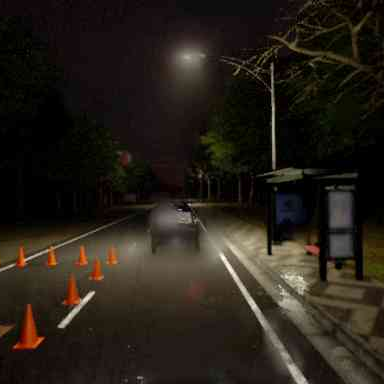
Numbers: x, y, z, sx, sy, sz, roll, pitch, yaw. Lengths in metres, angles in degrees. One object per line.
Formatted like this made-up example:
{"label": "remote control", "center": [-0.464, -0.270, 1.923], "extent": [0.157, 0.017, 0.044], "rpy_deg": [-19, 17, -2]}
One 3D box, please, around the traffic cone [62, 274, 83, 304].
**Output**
{"label": "traffic cone", "center": [-2.555, 2.040, 7.099], "extent": [0.340, 0.580, 0.340], "rpy_deg": [-1, 0, -2]}

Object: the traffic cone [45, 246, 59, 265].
{"label": "traffic cone", "center": [-4.663, 2.099, 11.042], "extent": [0.340, 0.580, 0.340], "rpy_deg": [-1, 0, -2]}

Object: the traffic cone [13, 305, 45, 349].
{"label": "traffic cone", "center": [-2.500, 2.027, 5.099], "extent": [0.340, 0.580, 0.340], "rpy_deg": [-1, 0, -2]}

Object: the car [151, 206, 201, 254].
{"label": "car", "center": [-0.641, 1.586, 14.090], "extent": [2.128, 1.511, 4.902], "rpy_deg": [-1, 0, -2]}

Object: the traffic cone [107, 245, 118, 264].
{"label": "traffic cone", "center": [-2.665, 2.066, 11.097], "extent": [0.340, 0.580, 0.340], "rpy_deg": [-1, 0, -2]}

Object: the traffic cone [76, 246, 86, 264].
{"label": "traffic cone", "center": [-3.664, 2.082, 11.069], "extent": [0.340, 0.580, 0.340], "rpy_deg": [-1, 0, -2]}

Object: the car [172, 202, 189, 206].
{"label": "car", "center": [-1.235, 1.805, 35.809], "extent": [1.994, 1.385, 4.181], "rpy_deg": [-1, 0, -2]}

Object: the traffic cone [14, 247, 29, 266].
{"label": "traffic cone", "center": [-5.663, 2.116, 11.015], "extent": [0.340, 0.580, 0.340], "rpy_deg": [-1, 0, -2]}

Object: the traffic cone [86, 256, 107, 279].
{"label": "traffic cone", "center": [-2.610, 2.053, 9.098], "extent": [0.340, 0.580, 0.340], "rpy_deg": [-1, 0, -2]}
